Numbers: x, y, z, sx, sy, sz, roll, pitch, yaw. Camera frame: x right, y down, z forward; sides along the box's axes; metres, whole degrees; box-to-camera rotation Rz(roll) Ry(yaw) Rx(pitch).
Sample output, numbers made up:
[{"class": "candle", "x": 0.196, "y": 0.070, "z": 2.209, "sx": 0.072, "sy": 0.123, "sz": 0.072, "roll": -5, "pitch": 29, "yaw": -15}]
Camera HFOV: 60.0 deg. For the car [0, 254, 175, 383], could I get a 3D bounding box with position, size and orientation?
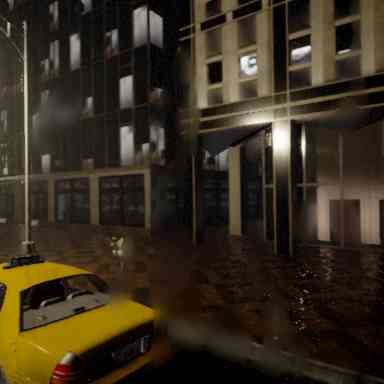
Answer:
[{"class": "car", "x": -2.483, "y": 1.563, "z": 4.654, "sx": 4.829, "sy": 1.417, "sz": 1.752, "roll": -1, "pitch": -1, "yaw": 36}]
